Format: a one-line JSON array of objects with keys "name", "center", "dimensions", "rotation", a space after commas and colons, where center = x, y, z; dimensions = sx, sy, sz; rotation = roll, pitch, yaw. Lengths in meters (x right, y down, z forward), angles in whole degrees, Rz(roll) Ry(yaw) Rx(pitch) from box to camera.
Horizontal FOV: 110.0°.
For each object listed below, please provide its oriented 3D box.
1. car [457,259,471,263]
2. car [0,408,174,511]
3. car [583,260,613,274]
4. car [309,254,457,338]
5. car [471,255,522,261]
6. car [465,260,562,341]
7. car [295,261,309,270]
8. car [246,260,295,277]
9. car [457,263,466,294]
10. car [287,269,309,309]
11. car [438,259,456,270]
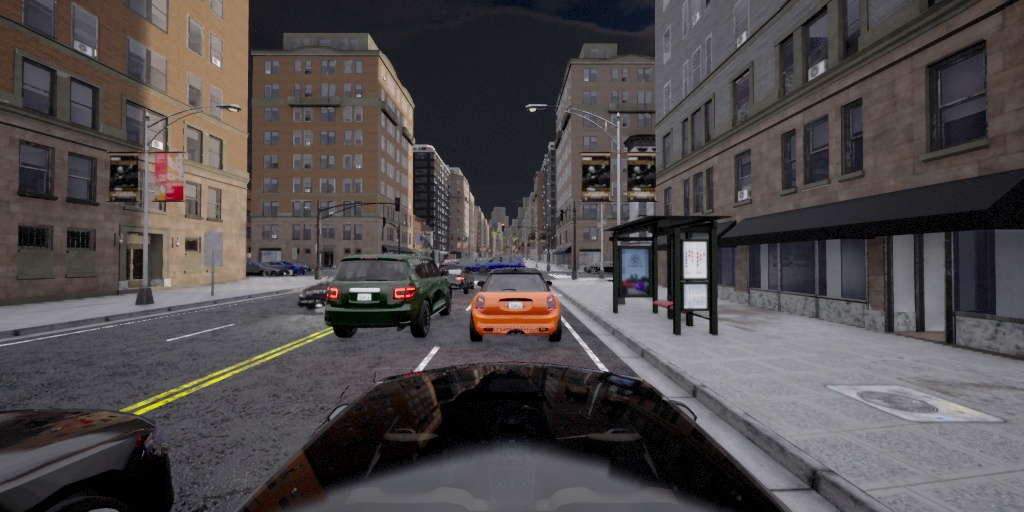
[{"name": "car", "center": [-5.726, 1.177, 42.027], "dimensions": [4.553, 1.767, 2.097], "rotation": [0, -1, 0]}, {"name": "car", "center": [-3.144, 1.241, 0.336], "dimensions": [2.128, 1.511, 4.902], "rotation": [0, 0, 0]}, {"name": "car", "center": [10.705, 1.227, 42.132], "dimensions": [4.553, 1.767, 2.097], "rotation": [0, -1, 0]}, {"name": "car", "center": [-3.173, 0.974, 10.373], "dimensions": [2.150, 2.045, 5.566], "rotation": [0, 0, 0]}, {"name": "car", "center": [-1.319, 1.018, 38.811], "dimensions": [5.566, 2.045, 2.150], "rotation": [0, -1, 0]}, {"name": "car", "center": [0.079, 1.105, 9.988], "dimensions": [2.097, 1.767, 4.553], "rotation": [0, 0, 0]}, {"name": "car", "center": [-22.793, 1.151, 35.228], "dimensions": [5.008, 1.535, 1.882], "rotation": [0, -1, 0]}, {"name": "car", "center": [-22.923, 1.177, 31.978], "dimensions": [5.357, 1.411, 2.033], "rotation": [0, -1, 0]}, {"name": "car", "center": [-3.202, 1.283, 20.080], "dimensions": [1.812, 1.442, 4.674], "rotation": [0, 0, 0]}, {"name": "car", "center": [-6.607, 1.302, 14.983], "dimensions": [2.033, 1.411, 5.357], "rotation": [0, 0, 0]}, {"name": "car", "center": [-9.976, 1.248, 55.312], "dimensions": [1.882, 1.535, 5.008], "rotation": [0, 0, 0]}]
